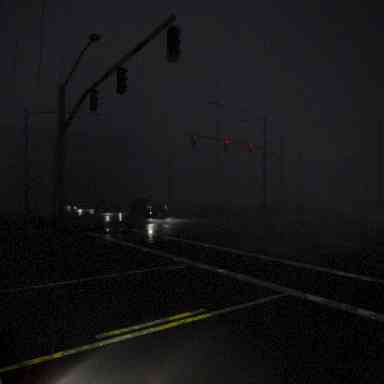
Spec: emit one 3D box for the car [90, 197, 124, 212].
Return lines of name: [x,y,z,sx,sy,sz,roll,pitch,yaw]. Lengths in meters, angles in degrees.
car: [-9.832,1.526,38.456,1.812,1.442,4.674,0,0,-36]

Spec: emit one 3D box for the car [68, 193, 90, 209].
car: [-15.569,1.221,46.641,2.150,2.045,5.566,0,0,-33]

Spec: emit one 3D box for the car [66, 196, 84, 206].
car: [-19.602,1.492,56.030,2.128,1.511,4.902,0,0,-10]

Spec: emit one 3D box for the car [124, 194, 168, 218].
car: [-4.054,1.352,30.447,2.097,1.767,4.553,0,0,-36]

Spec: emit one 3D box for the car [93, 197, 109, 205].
car: [-16.606,1.601,60.935,1.895,1.301,4.718,0,0,-1]

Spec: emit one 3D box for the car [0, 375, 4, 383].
car: [-3.664,1.547,1.195,5.357,1.411,2.033,0,0,-35]
